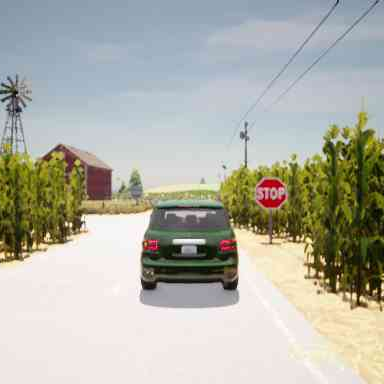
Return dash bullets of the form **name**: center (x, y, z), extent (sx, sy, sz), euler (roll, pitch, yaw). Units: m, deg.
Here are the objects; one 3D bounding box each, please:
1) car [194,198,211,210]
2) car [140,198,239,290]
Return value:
- **car**: center (1.360, 1.495, 42.152), extent (1.994, 1.385, 4.181), euler (0, 0, 4)
- **car**: center (-0.048, 1.207, 9.152), extent (2.150, 2.045, 5.566), euler (0, 0, 0)
